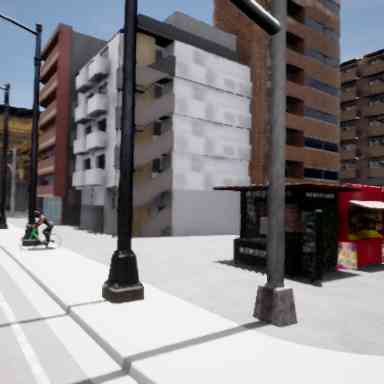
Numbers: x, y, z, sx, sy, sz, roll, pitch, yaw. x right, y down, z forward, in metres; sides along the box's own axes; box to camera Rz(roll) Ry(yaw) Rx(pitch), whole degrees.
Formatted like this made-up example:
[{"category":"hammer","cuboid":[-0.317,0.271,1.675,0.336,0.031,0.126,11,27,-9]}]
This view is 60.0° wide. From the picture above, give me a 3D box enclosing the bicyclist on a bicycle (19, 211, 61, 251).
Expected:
[{"category":"bicyclist on a bicycle","cuboid":[-6.340,1.642,13.989,1.656,1.620,0.582,3,-2,-36]}]
